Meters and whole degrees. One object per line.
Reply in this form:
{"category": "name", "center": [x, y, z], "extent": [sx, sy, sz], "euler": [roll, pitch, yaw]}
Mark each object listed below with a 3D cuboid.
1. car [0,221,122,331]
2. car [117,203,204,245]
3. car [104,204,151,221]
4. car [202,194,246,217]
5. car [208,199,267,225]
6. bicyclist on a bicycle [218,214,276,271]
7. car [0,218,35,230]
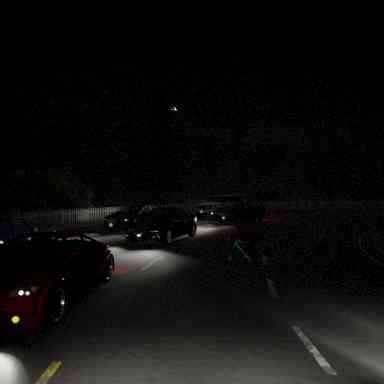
{"category": "car", "center": [-3.125, 1.564, 6.936], "extent": [1.994, 1.385, 4.181], "euler": [0, 0, 6]}
{"category": "car", "center": [-1.260, 1.505, 15.702], "extent": [1.837, 1.490, 4.892], "euler": [0, 0, 22]}
{"category": "car", "center": [-3.226, 1.491, 19.919], "extent": [2.128, 1.511, 4.902], "euler": [0, 0, 27]}
{"category": "car", "center": [2.661, 1.221, 28.598], "extent": [2.150, 2.045, 5.566], "euler": [0, 0, 44]}
{"category": "car", "center": [3.709, 1.491, 24.466], "extent": [2.128, 1.511, 4.902], "euler": [0, 0, 40]}
{"category": "bicyclist on a bicycle", "center": [1.561, 1.453, 9.537], "extent": [1.656, 1.620, 0.582], "euler": [-1, 0, 10]}
{"category": "car", "center": [-6.287, 1.547, 10.286], "extent": [2.033, 1.411, 5.357], "euler": [0, 0, 9]}
